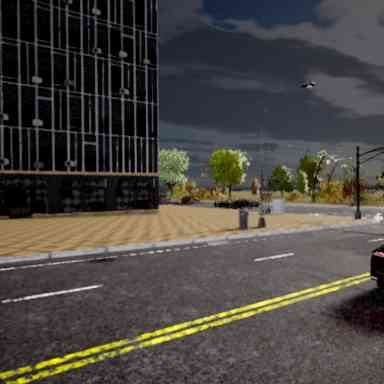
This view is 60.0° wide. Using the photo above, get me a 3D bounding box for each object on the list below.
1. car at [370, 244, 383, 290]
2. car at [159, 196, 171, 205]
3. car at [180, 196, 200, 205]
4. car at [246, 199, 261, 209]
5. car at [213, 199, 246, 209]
[{"bbox_3d":[6.078,1.517,7.778,4.902,1.511,2.128,0,0,-35],"label":"car"},{"bbox_3d":[-6.041,1.559,66.291,2.097,1.767,4.553,-1,0,-33],"label":"car"},{"bbox_3d":[-0.335,1.511,63.394,2.097,1.767,4.553,-1,0,-32],"label":"car"},{"bbox_3d":[8.197,1.694,50.162,2.033,1.411,5.357,-1,0,-33],"label":"car"},{"bbox_3d":[5.236,1.789,48.757,1.895,1.301,4.718,-1,0,-33],"label":"car"}]
